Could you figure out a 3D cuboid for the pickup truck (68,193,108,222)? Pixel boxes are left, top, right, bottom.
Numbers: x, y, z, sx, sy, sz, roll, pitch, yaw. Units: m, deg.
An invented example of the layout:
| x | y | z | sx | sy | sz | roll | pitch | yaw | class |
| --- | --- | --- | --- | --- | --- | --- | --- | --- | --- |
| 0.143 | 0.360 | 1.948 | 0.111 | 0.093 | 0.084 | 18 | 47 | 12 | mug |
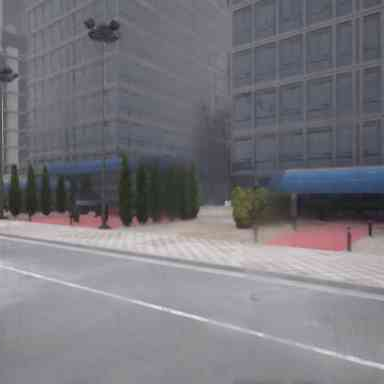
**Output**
| x | y | z | sx | sy | sz | roll | pitch | yaw | class |
| --- | --- | --- | --- | --- | --- | --- | --- | --- | --- |
| -8.192 | 1.108 | 25.833 | 2.390 | 2.098 | 6.274 | 0 | 0 | -24 | pickup truck |
